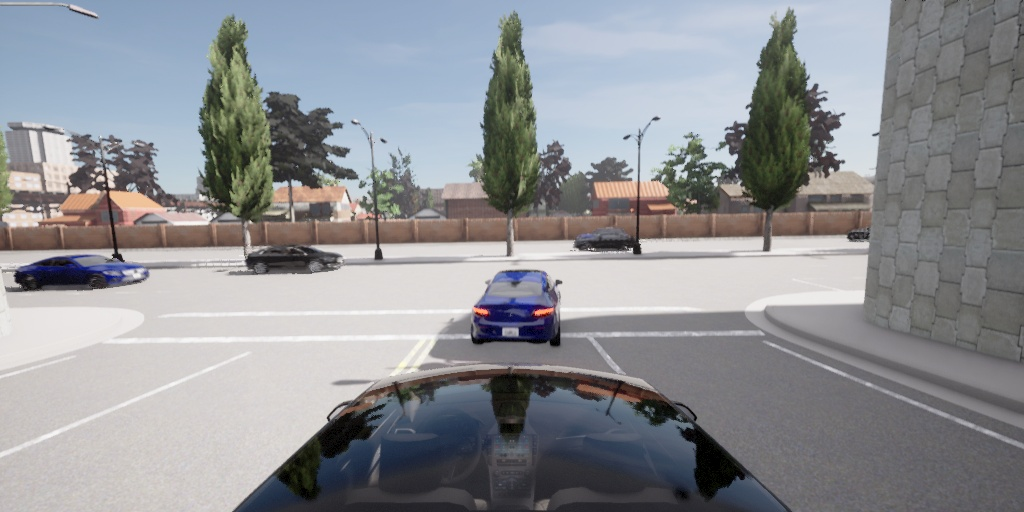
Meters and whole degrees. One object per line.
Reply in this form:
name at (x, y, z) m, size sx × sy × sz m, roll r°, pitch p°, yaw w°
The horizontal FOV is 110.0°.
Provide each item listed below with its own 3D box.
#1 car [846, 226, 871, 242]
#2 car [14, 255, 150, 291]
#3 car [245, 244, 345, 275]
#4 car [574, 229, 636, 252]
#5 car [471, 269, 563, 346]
car at (32.632, -2.034, 31.769) m, size 5.008 × 1.535 × 1.882 m, roll -1°, pitch 6°, yaw -1°
car at (-19.190, 0.672, 16.052) m, size 4.674 × 1.442 × 1.812 m, roll -1°, pitch 6°, yaw -1°
car at (-11.801, 0.127, 19.617) m, size 4.892 × 1.490 × 1.837 m, roll -1°, pitch 6°, yaw -1°
car at (7.230, -1.114, 27.997) m, size 4.674 × 1.442 × 1.812 m, roll -1°, pitch 6°, yaw -1°
car at (0.241, 1.037, 8.721) m, size 1.812 × 1.442 × 4.674 m, roll 0°, pitch 4°, yaw 7°
